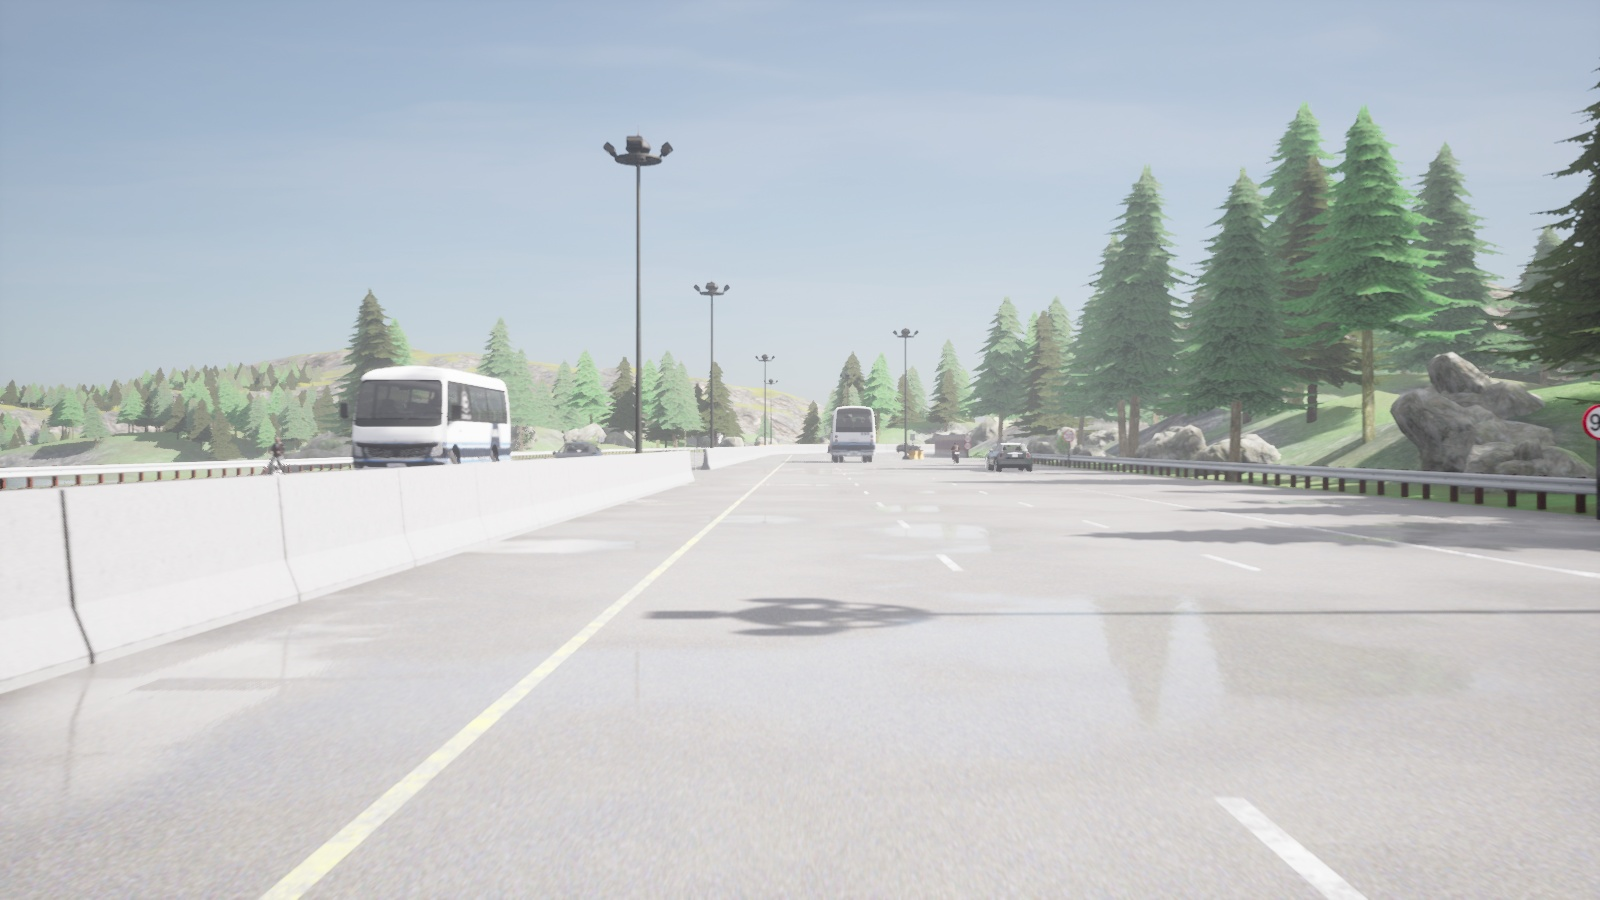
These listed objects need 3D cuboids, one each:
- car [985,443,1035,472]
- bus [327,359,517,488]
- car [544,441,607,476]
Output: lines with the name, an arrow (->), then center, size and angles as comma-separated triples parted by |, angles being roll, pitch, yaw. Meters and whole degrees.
car -> 10.891, 0.352, 65.416 | 1.970, 1.475, 3.806 | 0, 0, 0
bus -> -13.715, -0.905, 46.814 | 3.944, 4.253, 10.273 | 0, 0, 0
car -> -10.156, 0.363, 57.141 | 2.007, 1.525, 4.514 | 0, 0, 0
